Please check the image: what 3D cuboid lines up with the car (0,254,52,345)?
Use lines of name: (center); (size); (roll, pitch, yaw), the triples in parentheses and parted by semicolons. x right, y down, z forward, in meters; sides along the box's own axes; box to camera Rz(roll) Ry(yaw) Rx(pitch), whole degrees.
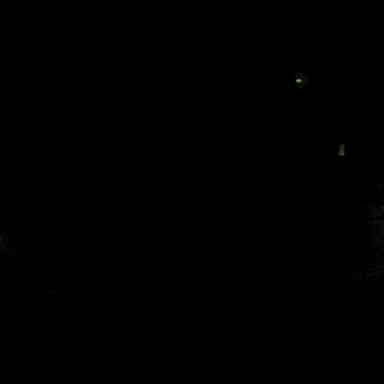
car: (-4.430, 1.536, 4.518); (4.674, 1.442, 1.812); (-1, 0, -35)
